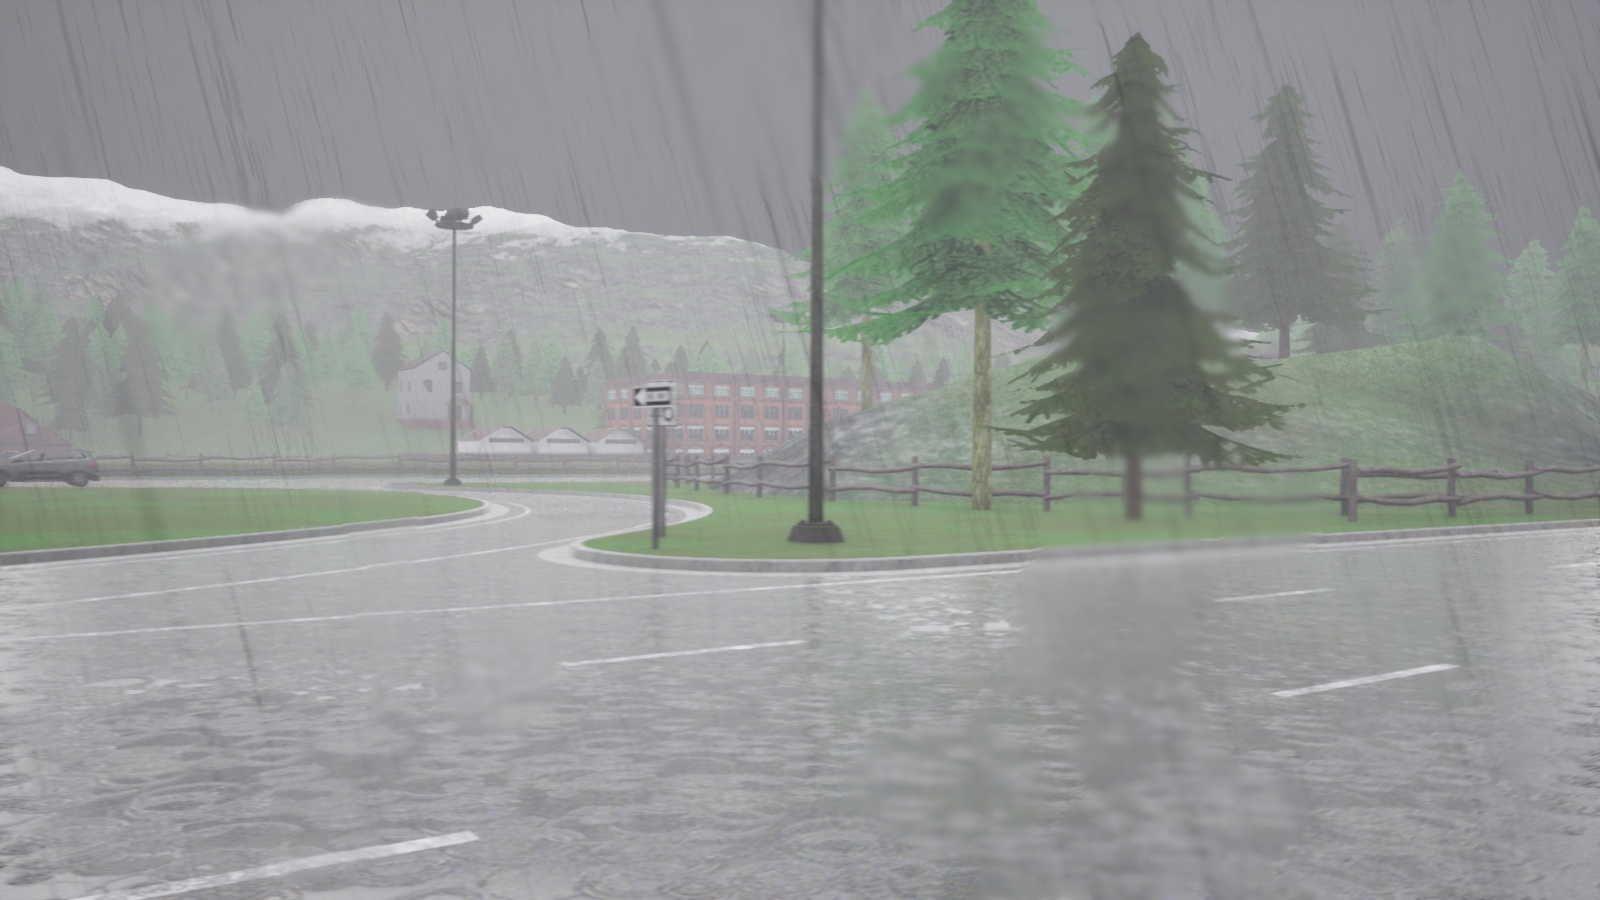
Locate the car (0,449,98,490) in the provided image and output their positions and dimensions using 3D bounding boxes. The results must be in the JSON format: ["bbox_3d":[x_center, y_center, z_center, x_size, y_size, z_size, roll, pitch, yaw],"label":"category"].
[{"bbox_3d":[-32.463,0.801,53.143,4.611,1.667,2.242,0,0,-35],"label":"car"}]
